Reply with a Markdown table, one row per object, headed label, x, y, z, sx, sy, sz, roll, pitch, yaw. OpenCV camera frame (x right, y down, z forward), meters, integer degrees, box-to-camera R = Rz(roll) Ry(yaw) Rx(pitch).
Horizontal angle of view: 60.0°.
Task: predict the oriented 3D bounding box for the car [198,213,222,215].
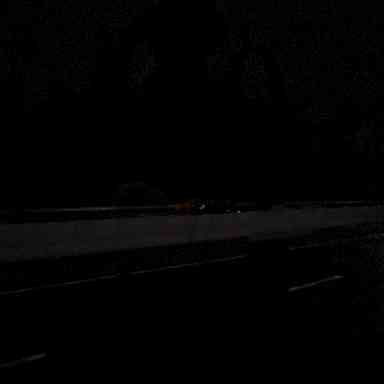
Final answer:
| label | x | y | z | sx | sy | sz | roll | pitch | yaw |
| --- | --- | --- | --- | --- | --- | --- | --- | --- | --- |
| car | 2.056 | 1.340 | 31.170 | 4.553 | 1.767 | 2.097 | 0 | 0 | -35 |

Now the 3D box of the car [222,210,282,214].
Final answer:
| label | x | y | z | sx | sy | sz | roll | pitch | yaw |
| --- | --- | --- | --- | --- | --- | --- | --- | --- | --- |
| car | 5.588 | 1.539 | 29.406 | 5.357 | 1.411 | 2.033 | 0 | 0 | -35 |

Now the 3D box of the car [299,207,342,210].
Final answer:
| label | x | y | z | sx | sy | sz | roll | pitch | yaw |
| --- | --- | --- | --- | --- | --- | --- | --- | --- | --- |
| car | 11.072 | 1.486 | 28.871 | 4.902 | 1.511 | 2.128 | 0 | 0 | -34 |
